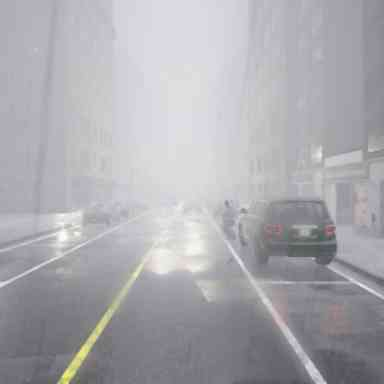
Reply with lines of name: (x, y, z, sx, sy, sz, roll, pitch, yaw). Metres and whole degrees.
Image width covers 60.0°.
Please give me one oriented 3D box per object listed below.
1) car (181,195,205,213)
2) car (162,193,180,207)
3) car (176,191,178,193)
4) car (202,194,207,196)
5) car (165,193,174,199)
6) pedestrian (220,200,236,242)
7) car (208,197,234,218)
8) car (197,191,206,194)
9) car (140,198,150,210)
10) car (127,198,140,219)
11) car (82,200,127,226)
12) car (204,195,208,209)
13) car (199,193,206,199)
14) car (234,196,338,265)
car: (0.060, 1.340, 33.683, 1.812, 1.442, 4.674, 0, 0, 1)
car: (-3.025, 1.226, 46.132, 1.882, 1.535, 5.008, 0, 0, 0)
car: (-5.676, 1.087, 90.472, 1.947, 1.339, 4.313, 0, 0, 0)
car: (2.662, 1.308, 44.452, 2.008, 1.369, 4.403, 0, 0, 0)
car: (-5.701, 0.990, 84.803, 1.967, 1.590, 4.097, 0, 0, 0)
pedestrian: (1.577, 1.213, 14.391, 0.375, 1.860, 0.375, 0, 0, -15)
car: (2.664, 1.286, 27.669, 1.967, 1.590, 4.097, 0, 0, 0)
car: (2.801, 1.019, 79.100, 1.967, 1.590, 4.097, 0, 0, 0)
car: (-5.863, 1.337, 38.851, 2.008, 1.369, 4.403, 0, 0, 0)
car: (-5.861, 1.391, 27.659, 1.887, 1.381, 4.507, 0, 0, 0)
car: (-5.861, 1.421, 22.064, 1.887, 1.381, 4.507, 0, 0, 0)
car: (2.663, 1.368, 38.858, 1.802, 1.307, 4.206, 0, 0, 0)
car: (2.849, 0.962, 90.438, 1.967, 1.590, 4.097, 0, 0, 0)
car: (2.999, 1.158, 11.520, 2.150, 2.045, 5.566, 0, 0, 0)
